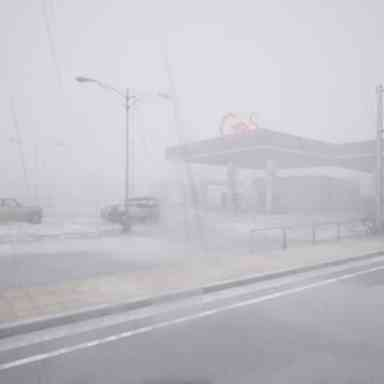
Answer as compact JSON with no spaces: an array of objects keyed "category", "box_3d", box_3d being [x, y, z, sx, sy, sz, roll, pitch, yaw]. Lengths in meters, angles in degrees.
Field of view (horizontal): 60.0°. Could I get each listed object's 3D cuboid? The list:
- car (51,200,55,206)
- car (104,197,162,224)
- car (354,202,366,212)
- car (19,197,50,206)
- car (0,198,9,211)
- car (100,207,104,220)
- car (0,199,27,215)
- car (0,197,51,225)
[{"category":"car","box_3d":[-25.537,1.575,55.310,5.027,1.636,2.152,0,0,-36]},{"category":"car","box_3d":[-4.084,1.320,24.448,3.866,1.878,1.905,0,0,-36]},{"category":"car","box_3d":[23.859,1.889,43.821,2.242,1.667,4.611,0,0,-36]},{"category":"car","box_3d":[-27.408,1.583,57.829,4.514,1.523,2.007,0,0,-36]},{"category":"car","box_3d":[-24.867,1.527,41.212,3.633,1.501,1.845,0,0,-36]},{"category":"car","box_3d":[-5.527,1.607,27.505,3.806,1.475,1.970,0,0,-36]},{"category":"car","box_3d":[-19.077,1.506,33.068,4.514,1.523,2.007,0,0,-36]},{"category":"car","box_3d":[-12.393,1.302,22.532,4.605,1.855,1.932,0,0,-36]}]
